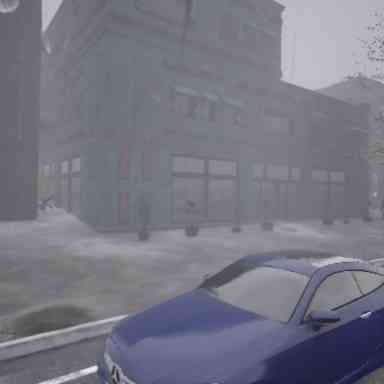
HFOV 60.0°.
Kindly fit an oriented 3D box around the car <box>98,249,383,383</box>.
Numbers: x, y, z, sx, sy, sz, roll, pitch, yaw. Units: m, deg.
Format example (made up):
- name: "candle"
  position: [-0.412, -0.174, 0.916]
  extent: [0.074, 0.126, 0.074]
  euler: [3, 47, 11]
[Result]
- name: "car"
  position: [1.205, 1.534, 4.238]
  extent: [4.674, 1.442, 1.812]
  euler: [0, 0, -35]
